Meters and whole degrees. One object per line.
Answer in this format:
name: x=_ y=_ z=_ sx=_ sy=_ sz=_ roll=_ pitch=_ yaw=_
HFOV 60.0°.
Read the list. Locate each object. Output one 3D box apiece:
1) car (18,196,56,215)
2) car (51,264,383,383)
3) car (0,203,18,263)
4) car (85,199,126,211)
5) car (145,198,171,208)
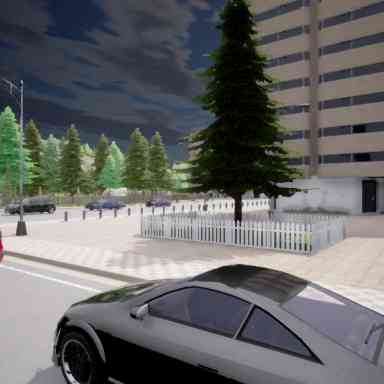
car: x=-16.246 y=1.352 z=33.606 sx=2.097 sy=1.767 sz=4.553 roll=0 pitch=0 yaw=35
car: x=0.306 y=1.564 z=3.774 sx=4.181 sy=1.385 sz=1.994 roll=0 pitch=0 yaw=35
car: x=-7.383 y=1.221 z=9.207 sx=5.566 sy=2.045 sz=2.150 roll=0 pitch=0 yaw=36
car: x=-10.668 y=1.547 z=41.442 sx=2.033 sy=1.411 sz=5.357 roll=0 pitch=0 yaw=35
car: x=-4.977 y=1.564 z=49.411 sx=1.994 sy=1.385 sz=4.181 roll=0 pitch=0 yaw=36
